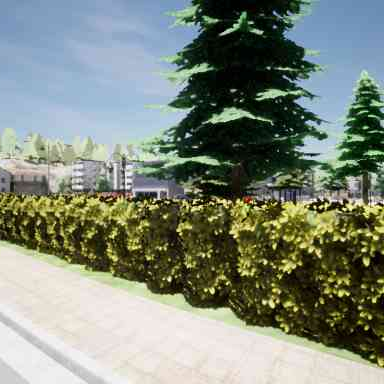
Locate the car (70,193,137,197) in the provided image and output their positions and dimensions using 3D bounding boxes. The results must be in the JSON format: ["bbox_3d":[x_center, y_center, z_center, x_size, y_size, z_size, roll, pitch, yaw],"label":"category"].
[{"bbox_3d":[-8.071,1.221,31.035,2.150,2.045,5.566,0,0,44],"label":"car"}]

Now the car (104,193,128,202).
[{"bbox_3d":[-15.876,1.097,69.643,1.932,1.855,4.605,0,0,44],"label":"car"}]

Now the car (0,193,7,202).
[{"bbox_3d":[-41.786,1.097,70.187,1.932,1.855,4.605,0,0,44],"label":"car"}]

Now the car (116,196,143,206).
[{"bbox_3d":[-10.065,1.384,53.309,1.970,1.475,3.806,0,0,44],"label":"car"}]

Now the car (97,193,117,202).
[{"bbox_3d":[-18.236,1.077,71.388,1.905,1.878,3.866,0,0,44],"label":"car"}]

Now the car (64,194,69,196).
[{"bbox_3d":[-27.350,1.154,80.367,2.152,1.636,5.027,0,0,44],"label":"car"}]
